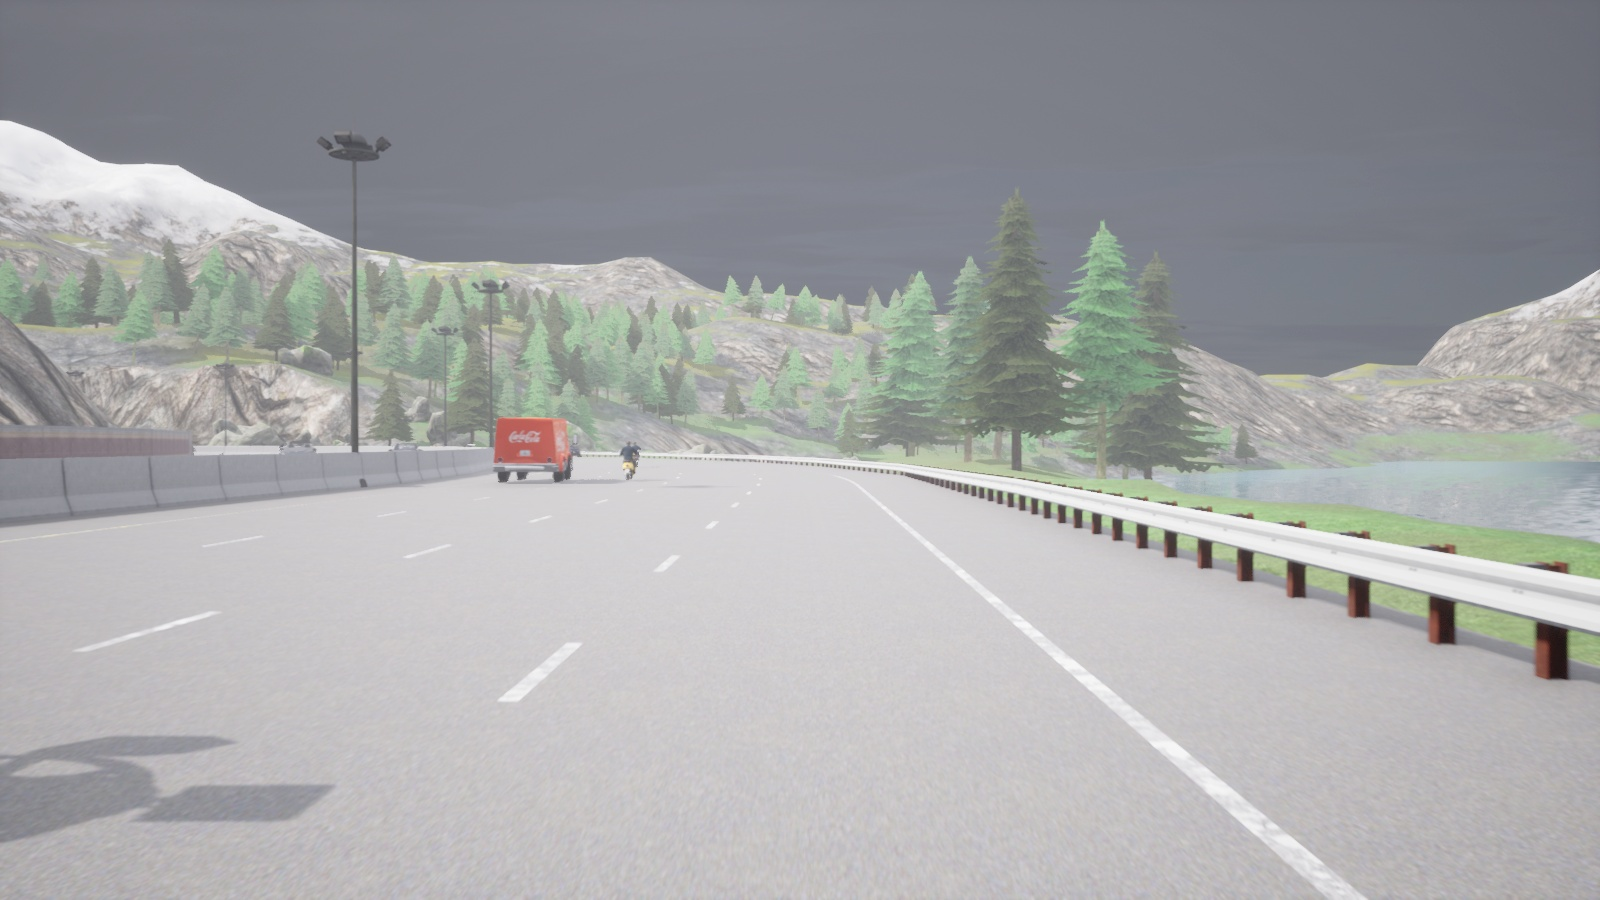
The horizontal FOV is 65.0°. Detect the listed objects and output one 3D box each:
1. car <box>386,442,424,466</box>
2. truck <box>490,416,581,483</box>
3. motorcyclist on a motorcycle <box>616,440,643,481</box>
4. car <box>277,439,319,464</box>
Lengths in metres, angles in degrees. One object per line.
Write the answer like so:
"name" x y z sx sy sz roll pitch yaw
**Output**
"car" -25.598 0.223 81.460 2.128 1.511 4.902 0 0 -15
"truck" -10.314 -0.027 49.433 2.627 2.467 5.204 0 0 -2
"motorcyclist on a motorcycle" -6.883 0.408 50.777 0.866 1.590 1.817 -1 0 -2
"car" -33.726 0.087 84.477 2.242 1.667 4.611 0 0 -17
